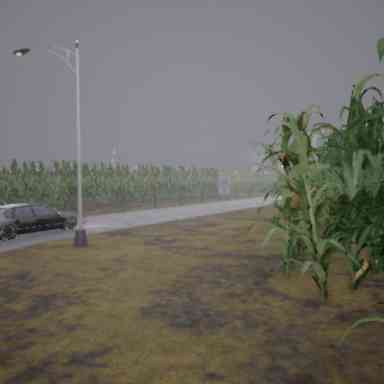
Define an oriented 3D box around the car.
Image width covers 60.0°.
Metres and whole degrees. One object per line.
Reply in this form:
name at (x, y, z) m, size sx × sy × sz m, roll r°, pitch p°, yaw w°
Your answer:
car at (-7.361, 1.216, 14.808) m, size 2.033 × 1.411 × 5.357 m, roll 0°, pitch 2°, yaw 32°
